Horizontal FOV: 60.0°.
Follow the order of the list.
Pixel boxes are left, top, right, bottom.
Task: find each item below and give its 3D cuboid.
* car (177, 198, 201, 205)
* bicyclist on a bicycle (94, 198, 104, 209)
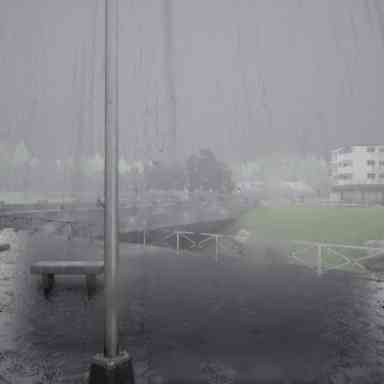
[{"bbox_3d":[-0.361,1.564,48.367,1.994,1.385,4.181,0,0,36],"label":"car"},{"bbox_3d":[-8.304,1.349,29.832,1.656,1.620,0.582,0,0,35],"label":"bicyclist on a bicycle"}]
